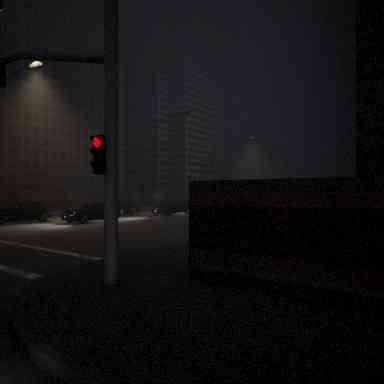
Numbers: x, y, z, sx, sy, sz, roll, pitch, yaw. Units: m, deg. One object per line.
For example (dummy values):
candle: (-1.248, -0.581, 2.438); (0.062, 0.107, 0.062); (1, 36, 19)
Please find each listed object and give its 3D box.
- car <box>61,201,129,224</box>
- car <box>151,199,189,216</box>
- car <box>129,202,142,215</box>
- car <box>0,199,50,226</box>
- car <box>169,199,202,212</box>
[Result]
car: (-7.437, 1.505, 25.146); (1.837, 1.490, 4.892); (0, 0, 36)
car: (-1.936, 1.491, 32.742); (2.128, 1.511, 4.902); (0, 0, 36)
car: (-7.159, 1.547, 31.503); (2.033, 1.411, 5.357); (0, 0, 36)
car: (-12.699, 1.352, 23.818); (2.097, 1.767, 4.553); (0, 0, 36)
car: (-0.737, 1.564, 40.353); (1.994, 1.385, 4.181); (0, 0, 36)
